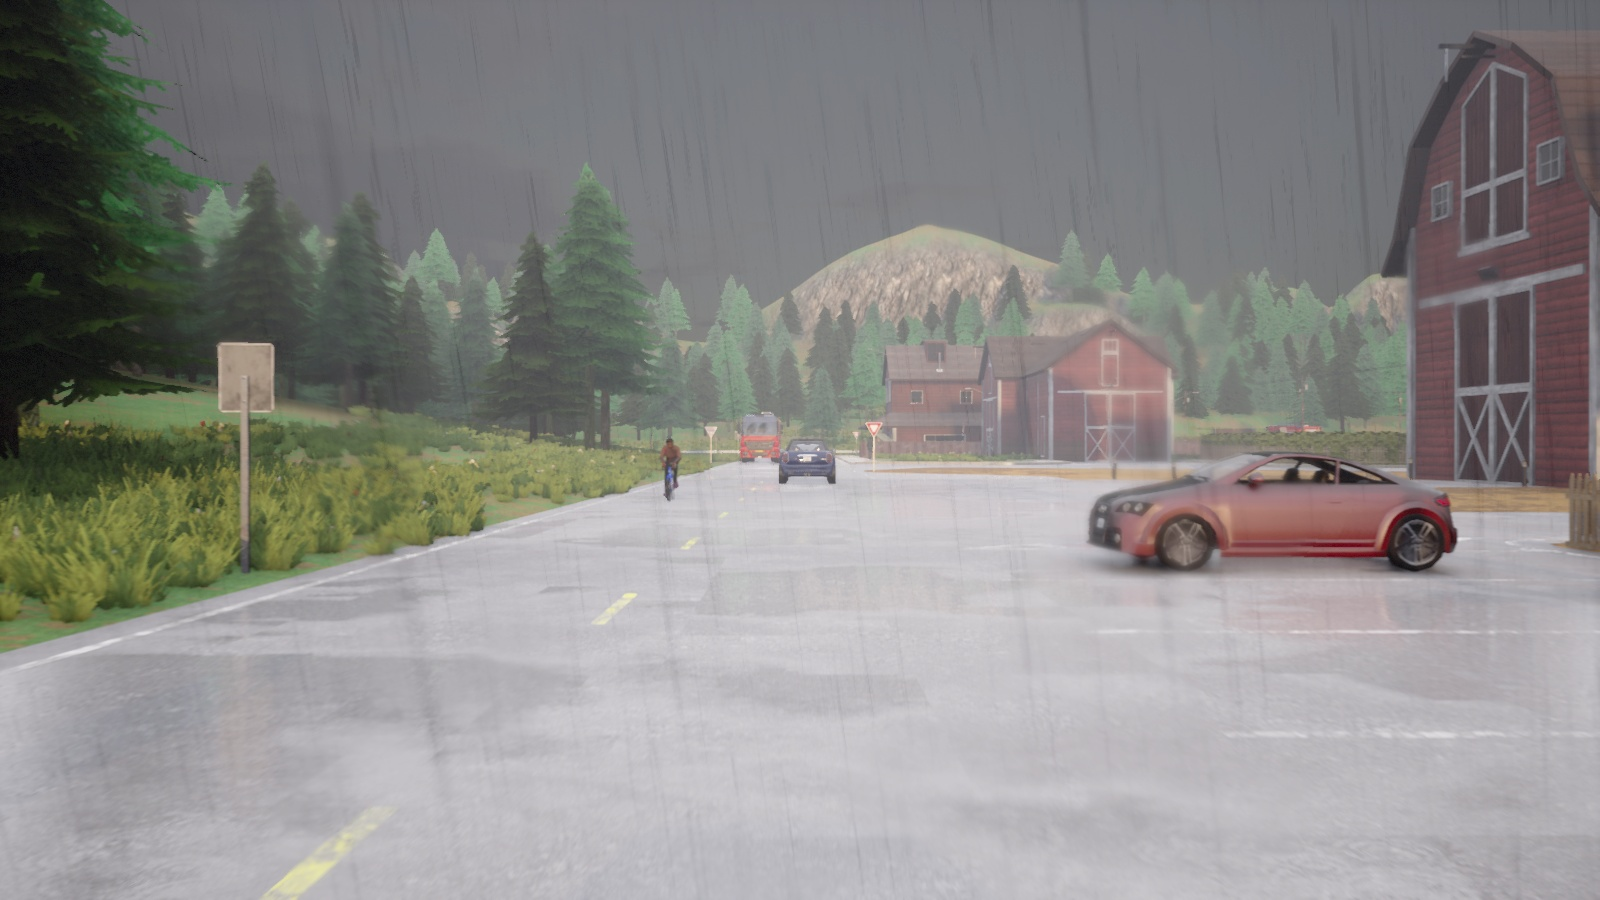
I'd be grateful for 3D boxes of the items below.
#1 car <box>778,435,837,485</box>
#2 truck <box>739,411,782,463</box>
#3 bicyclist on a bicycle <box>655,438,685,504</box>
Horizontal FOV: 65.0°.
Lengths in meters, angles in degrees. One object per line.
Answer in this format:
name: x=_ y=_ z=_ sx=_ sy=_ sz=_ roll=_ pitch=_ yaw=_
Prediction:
car: x=0.281 y=0.340 z=47.032 sx=2.097 sy=1.767 sz=4.553 roll=0 pitch=0 yaw=1
truck: x=-2.939 y=-0.960 z=95.703 sx=2.891 sy=3.827 sz=8.468 roll=0 pitch=0 yaw=0
bicyclist on a bicycle: x=-3.303 y=0.517 z=31.893 sx=0.582 sy=1.620 sz=1.656 roll=0 pitch=1 yaw=0
